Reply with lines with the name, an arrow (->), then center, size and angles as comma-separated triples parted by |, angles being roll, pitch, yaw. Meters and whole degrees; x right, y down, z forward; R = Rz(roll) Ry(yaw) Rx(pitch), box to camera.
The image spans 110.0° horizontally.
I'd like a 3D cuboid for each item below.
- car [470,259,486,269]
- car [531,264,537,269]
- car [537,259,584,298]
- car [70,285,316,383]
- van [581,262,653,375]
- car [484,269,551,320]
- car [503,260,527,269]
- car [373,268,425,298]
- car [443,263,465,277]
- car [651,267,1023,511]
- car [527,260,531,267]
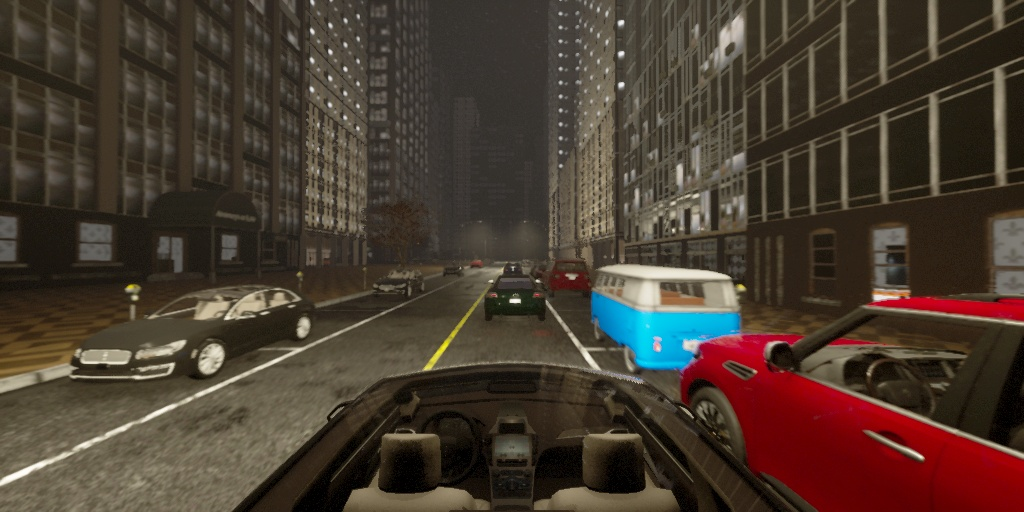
car -> -5.711, 1.329, 57.945 | 1.888, 1.381, 4.507 | 0, 0, 0
car -> 2.680, 1.353, 29.755 | 1.802, 1.307, 4.207 | 0, 0, 0
car -> 2.686, 1.078, 18.472 | 2.192, 1.841, 5.009 | 0, 0, 0
car -> -5.691, 1.304, 7.160 | 2.007, 1.370, 4.403 | 0, 0, 0
van -> 2.690, 1.095, 7.190 | 1.690, 1.789, 3.998 | 0, 0, 0
car -> 0.095, 1.322, 12.764 | 1.994, 1.385, 4.181 | 0, 0, 0
car -> 0.088, 1.321, 34.741 | 2.033, 1.411, 5.357 | 0, 0, 0
car -> -5.696, 1.312, 18.446 | 2.007, 1.370, 4.403 | 0, 0, 0
car -> -5.702, 1.324, 35.374 | 2.007, 1.370, 4.403 | 0, 0, 0
car -> 2.692, 1.065, 1.548 | 2.192, 1.841, 5.009 | 0, 0, 0
car -> 2.679, 1.300, 35.566 | 1.751, 1.417, 4.829 | 0, 0, 0
